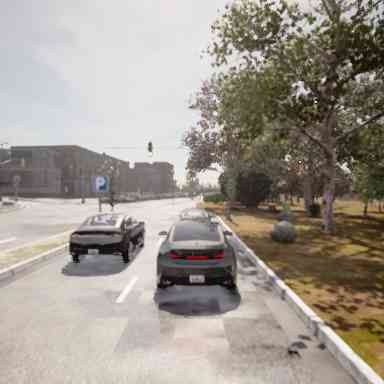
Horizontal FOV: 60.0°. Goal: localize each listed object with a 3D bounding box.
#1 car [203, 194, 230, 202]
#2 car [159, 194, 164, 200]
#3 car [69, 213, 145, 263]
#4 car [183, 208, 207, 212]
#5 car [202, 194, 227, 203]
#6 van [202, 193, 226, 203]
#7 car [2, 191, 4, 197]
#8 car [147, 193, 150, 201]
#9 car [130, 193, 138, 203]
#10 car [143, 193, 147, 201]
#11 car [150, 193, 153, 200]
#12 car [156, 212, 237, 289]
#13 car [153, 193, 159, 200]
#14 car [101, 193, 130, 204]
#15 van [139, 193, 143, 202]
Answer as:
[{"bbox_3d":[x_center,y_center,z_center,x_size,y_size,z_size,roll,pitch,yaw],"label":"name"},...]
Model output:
[{"bbox_3d":[5.154,1.340,70.365,5.366,1.575,1.946,1,0,-13],"label":"car"},{"bbox_3d":[-11.064,1.161,88.737,5.566,2.045,2.435,-1,0,-12],"label":"car"},{"bbox_3d":[-2.882,1.523,12.150,2.128,1.511,4.902,0,0,0],"label":"car"},{"bbox_3d":[0.166,1.595,18.954,2.033,1.411,5.357,0,0,0],"label":"car"},{"bbox_3d":[4.620,1.215,67.371,4.553,1.767,2.185,1,0,-14],"label":"car"},{"bbox_3d":[4.238,1.113,64.402,4.442,1.987,1.878,1,0,-14],"label":"van"},{"bbox_3d":[-31.202,0.194,52.652,2.002,1.452,4.674,6,-3,-19],"label":"car"},{"bbox_3d":[-12.693,1.443,76.745,4.674,1.452,2.002,-1,0,-13],"label":"car"},{"bbox_3d":[-13.845,1.386,64.786,5.366,1.575,1.946,-1,0,-15],"label":"car"},{"bbox_3d":[-13.064,1.402,73.750,4.892,1.521,2.231,-1,0,-14],"label":"car"},{"bbox_3d":[-12.324,1.446,79.747,4.674,1.452,2.002,-1,0,-13],"label":"car"},{"bbox_3d":[0.107,1.528,9.231,1.837,1.490,4.892,0,0,0],"label":"car"},{"bbox_3d":[-11.513,1.450,85.730,4.674,1.452,2.002,-1,0,-12],"label":"car"},{"bbox_3d":[-14.488,1.425,61.794,4.792,1.488,2.163,-1,0,-15],"label":"car"},{"bbox_3d":[-13.290,1.170,70.779,4.442,1.987,1.878,-1,0,-14],"label":"van"}]
